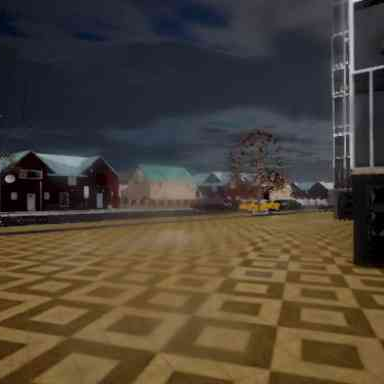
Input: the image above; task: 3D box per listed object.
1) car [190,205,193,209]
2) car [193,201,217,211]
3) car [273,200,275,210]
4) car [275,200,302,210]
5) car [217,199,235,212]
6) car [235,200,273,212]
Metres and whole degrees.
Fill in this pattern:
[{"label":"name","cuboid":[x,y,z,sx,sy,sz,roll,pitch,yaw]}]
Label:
[{"label":"car","cuboid":[2.046,2.100,52.313,2.033,1.411,5.357,-1,-1,44]},{"label":"car","cuboid":[2.807,2.098,48.403,1.895,1.301,4.718,-1,-1,44]},{"label":"car","cuboid":[13.257,2.118,54.685,1.882,1.535,5.008,-1,-1,43]},{"label":"car","cuboid":[15.605,1.969,52.439,2.097,1.767,4.553,-1,-1,43]},{"label":"car","cuboid":[6.169,1.844,47.079,2.097,1.767,4.553,-1,-1,44]},{"label":"car","cuboid":[8.354,1.943,44.651,1.882,1.535,5.008,-1,-1,44]}]
